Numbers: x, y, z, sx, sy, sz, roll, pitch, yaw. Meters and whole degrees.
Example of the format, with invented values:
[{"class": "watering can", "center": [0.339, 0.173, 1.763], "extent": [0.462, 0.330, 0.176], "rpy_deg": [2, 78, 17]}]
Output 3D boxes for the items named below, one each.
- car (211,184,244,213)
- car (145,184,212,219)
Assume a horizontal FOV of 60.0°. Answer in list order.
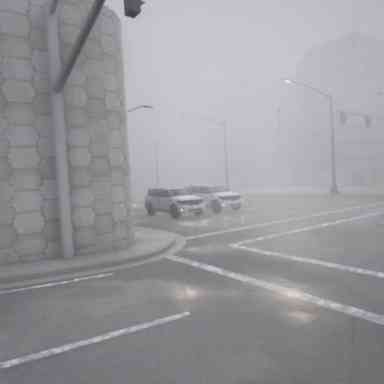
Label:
[{"class": "car", "center": [1.462, 0.404, 25.698], "extent": [2.150, 2.045, 5.566], "rpy_deg": [-5, 3, -35]}, {"class": "car", "center": [-1.383, 0.645, 23.674], "extent": [2.150, 2.045, 5.566], "rpy_deg": [-5, 3, -35]}]
